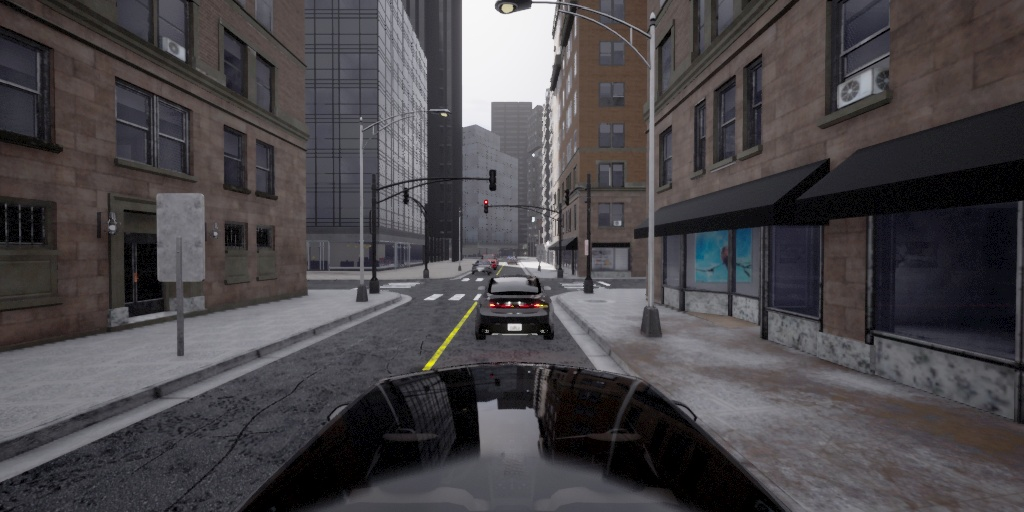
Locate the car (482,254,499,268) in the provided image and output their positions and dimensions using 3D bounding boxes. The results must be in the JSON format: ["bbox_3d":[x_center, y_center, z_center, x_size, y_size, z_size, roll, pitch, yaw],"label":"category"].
[{"bbox_3d":[-3.151,0.809,48.266,2.150,2.045,5.566,0,1,0],"label":"car"}]

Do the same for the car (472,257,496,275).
[{"bbox_3d":[-3.134,1.163,37.962,2.128,1.511,4.902,0,0,0],"label":"car"}]

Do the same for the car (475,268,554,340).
[{"bbox_3d":[0.070,1.252,9.972,1.837,1.490,4.892,0,0,0],"label":"car"}]
